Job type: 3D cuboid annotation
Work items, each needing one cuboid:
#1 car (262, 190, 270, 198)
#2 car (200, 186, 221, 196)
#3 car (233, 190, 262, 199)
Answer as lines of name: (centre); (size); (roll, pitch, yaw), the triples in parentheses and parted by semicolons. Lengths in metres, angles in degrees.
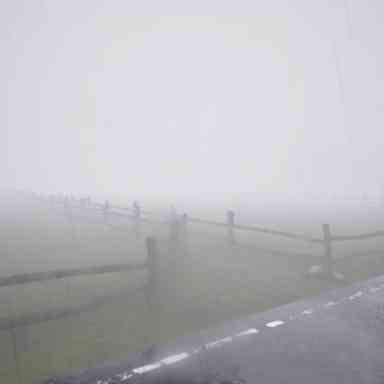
car: (12.063, 0.422, 60.850); (2.128, 1.511, 4.902); (1, 1, -35)
car: (4.001, -0.226, 72.341); (2.150, 2.045, 5.566); (1, 1, -35)
car: (9.500, 0.372, 59.613); (1.882, 1.535, 5.008); (1, 1, -35)
